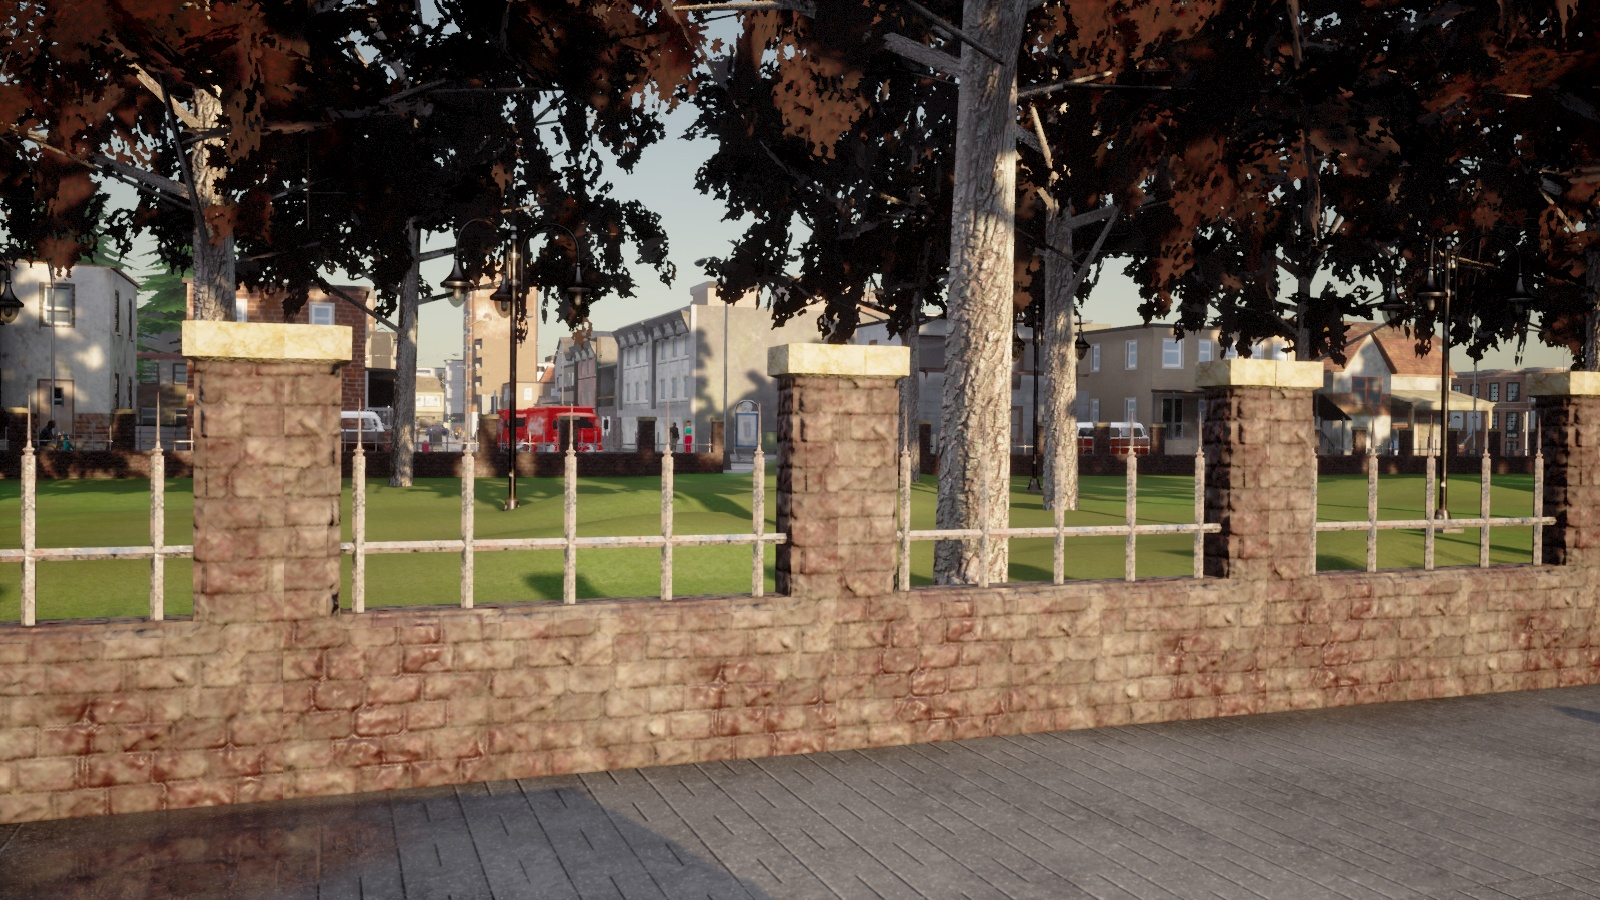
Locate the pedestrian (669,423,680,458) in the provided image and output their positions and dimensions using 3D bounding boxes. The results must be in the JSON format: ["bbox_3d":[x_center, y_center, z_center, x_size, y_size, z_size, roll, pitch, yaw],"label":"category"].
[{"bbox_3d":[-6.790,-0.524,67.908,0.431,1.840,0.703,-1,1,-15],"label":"pedestrian"}]

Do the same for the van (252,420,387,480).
[{"bbox_3d":[-17.419,-0.032,45.603,4.480,2.038,2.069,-1,1,-22],"label":"van"}]

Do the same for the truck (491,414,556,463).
[{"bbox_3d":[-14.746,-0.614,66.669,2.627,2.467,5.204,-1,1,-21],"label":"truck"}]

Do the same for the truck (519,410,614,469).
[{"bbox_3d":[-10.483,-0.498,56.115,2.627,2.467,5.204,-2,2,-29],"label":"truck"}]

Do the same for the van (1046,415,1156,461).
[{"bbox_3d":[13.751,-0.562,57.438,4.480,2.038,2.069,-1,1,-21],"label":"van"}]

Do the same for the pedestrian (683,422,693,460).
[{"bbox_3d":[-5.517,-0.440,61.904,0.345,1.836,0.594,0,1,11],"label":"pedestrian"}]

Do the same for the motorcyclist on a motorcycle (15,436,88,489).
[{"bbox_3d":[-23.256,0.367,39.053,1.817,1.590,0.866,-1,1,-22],"label":"motorcyclist on a motorcycle"}]
